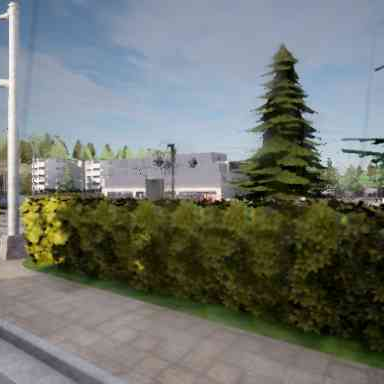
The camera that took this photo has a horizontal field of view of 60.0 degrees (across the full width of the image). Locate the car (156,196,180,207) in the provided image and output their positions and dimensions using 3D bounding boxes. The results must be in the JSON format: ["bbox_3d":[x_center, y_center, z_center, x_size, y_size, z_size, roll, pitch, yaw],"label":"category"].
[{"bbox_3d":[-3.661,1.423,51.440,1.845,1.501,3.633,0,0,37],"label":"car"}]

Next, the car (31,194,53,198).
[{"bbox_3d":[-31.189,1.203,71.876,2.152,1.636,5.027,0,0,37],"label":"car"}]

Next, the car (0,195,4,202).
[{"bbox_3d":[-43.676,1.338,72.065,2.007,1.523,4.514,0,0,37],"label":"car"}]

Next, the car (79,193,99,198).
[{"bbox_3d":[-18.410,1.147,62.746,1.932,1.855,4.605,0,0,37],"label":"car"}]

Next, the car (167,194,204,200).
[{"bbox_3d":[-0.692,1.254,32.141,2.150,2.045,5.566,0,0,37],"label":"car"}]

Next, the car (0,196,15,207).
[{"bbox_3d":[-26.704,1.346,45.766,1.845,1.501,3.633,0,0,37],"label":"car"}]

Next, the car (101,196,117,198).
[{"bbox_3d":[-10.510,1.424,47.313,1.970,1.475,3.806,0,0,37],"label":"car"}]

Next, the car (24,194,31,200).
[{"bbox_3d":[-36.505,1.281,75.485,1.970,1.475,3.806,0,0,37],"label":"car"}]

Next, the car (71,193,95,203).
[{"bbox_3d":[-20.977,1.126,64.168,1.905,1.878,3.866,0,0,37],"label":"car"}]

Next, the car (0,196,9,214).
[{"bbox_3d":[-19.339,1.356,30.656,2.007,1.523,4.514,0,0,37],"label":"car"}]
